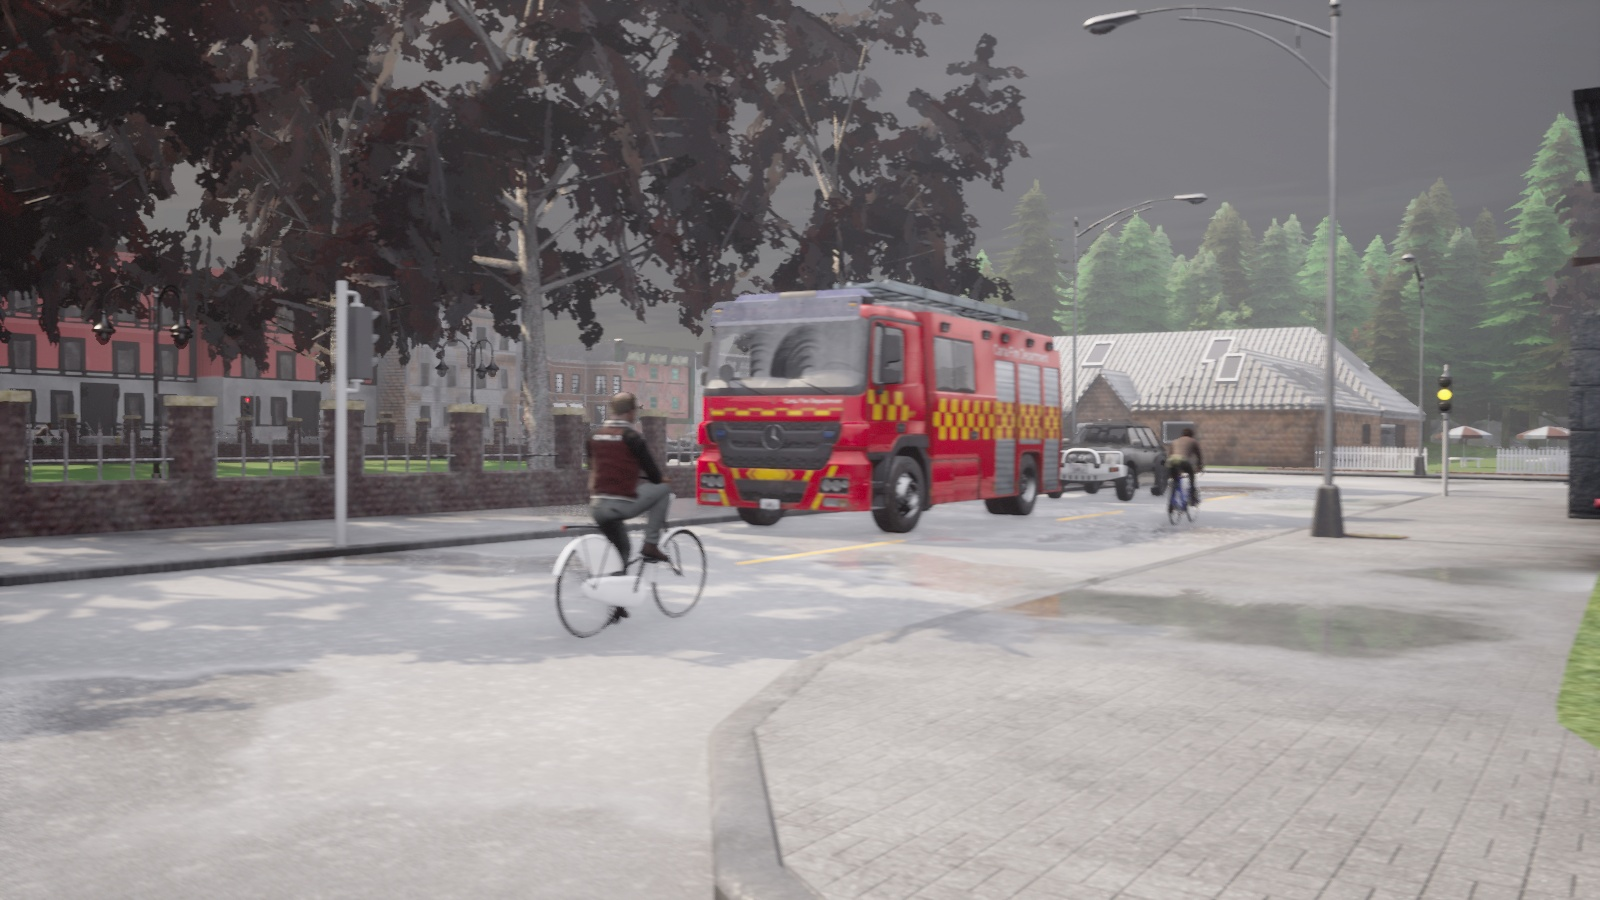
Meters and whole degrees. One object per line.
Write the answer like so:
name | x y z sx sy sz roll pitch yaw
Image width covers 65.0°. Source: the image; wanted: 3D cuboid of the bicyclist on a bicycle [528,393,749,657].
bicyclist on a bicycle | -1.148 0.482 9.398 0.659 1.776 1.843 0 1 29

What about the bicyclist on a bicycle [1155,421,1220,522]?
bicyclist on a bicycle | 6.515 0.333 21.060 0.582 1.620 1.656 0 1 34

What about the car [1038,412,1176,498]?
car | 7.328 0.070 29.650 1.932 1.855 4.605 0 1 30

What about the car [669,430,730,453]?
car | -7.618 -0.673 95.334 2.242 1.667 4.611 0 1 34

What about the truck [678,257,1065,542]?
truck | 1.656 -0.742 21.209 2.891 3.827 8.468 0 1 31

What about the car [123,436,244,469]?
car | -30.297 0.111 61.817 2.128 1.511 4.902 0 1 35

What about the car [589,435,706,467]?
car | -7.199 0.030 58.931 5.357 1.411 2.033 0 1 32
